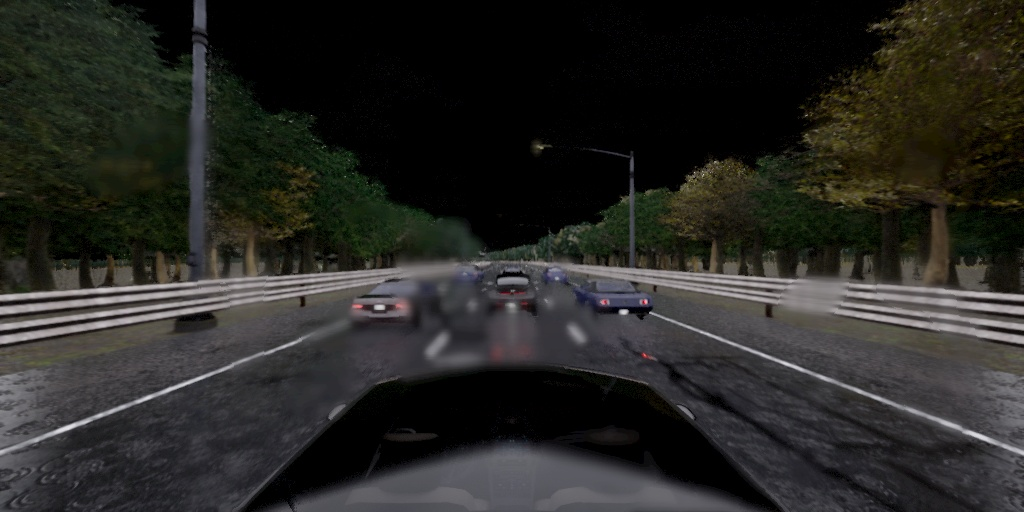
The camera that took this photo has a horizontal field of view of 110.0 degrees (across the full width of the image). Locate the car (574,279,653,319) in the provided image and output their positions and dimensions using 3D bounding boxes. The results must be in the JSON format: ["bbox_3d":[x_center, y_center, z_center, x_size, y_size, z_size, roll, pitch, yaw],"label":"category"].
[{"bbox_3d":[3.545,1.511,13.521,1.895,1.301,4.718,0,-1,1],"label":"car"}]

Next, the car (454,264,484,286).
[{"bbox_3d":[-3.441,1.461,29.048,2.097,1.767,4.553,0,-1,1],"label":"car"}]

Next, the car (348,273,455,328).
[{"bbox_3d":[-3.473,1.437,11.960,2.033,1.411,5.357,0,-1,0],"label":"car"}]

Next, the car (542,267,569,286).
[{"bbox_3d":[3.564,1.643,29.771,1.812,1.442,4.674,0,0,1],"label":"car"}]

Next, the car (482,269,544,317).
[{"bbox_3d":[0.052,1.425,14.142,1.837,1.490,4.892,0,0,1],"label":"car"}]

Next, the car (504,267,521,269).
[{"bbox_3d":[0.059,1.602,29.115,2.128,1.511,4.902,0,-1,1],"label":"car"}]
